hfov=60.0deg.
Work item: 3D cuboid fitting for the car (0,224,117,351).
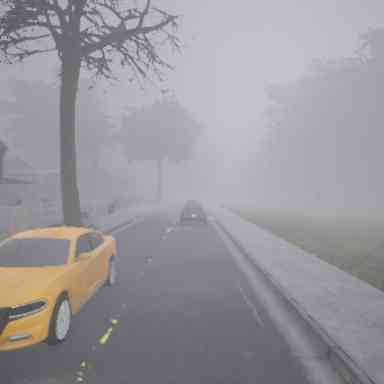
[{"bbox_3d":[-2.847,1.485,6.608,1.882,1.535,5.008,0,0,0],"label":"car"}]

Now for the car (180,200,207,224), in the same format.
[{"bbox_3d":[0.110,1.582,24.831,1.994,1.385,4.181,0,0,0],"label":"car"}]

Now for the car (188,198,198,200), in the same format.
[{"bbox_3d":[0.117,1.523,42.559,1.837,1.490,4.892,0,0,0],"label":"car"}]
